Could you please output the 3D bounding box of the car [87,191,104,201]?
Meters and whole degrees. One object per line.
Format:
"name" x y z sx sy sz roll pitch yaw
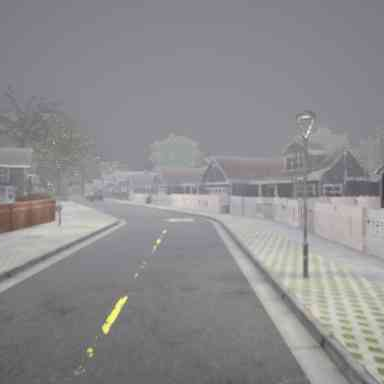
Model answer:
"car" -19.353 0.788 67.571 2.150 2.045 5.566 0 0 -24
